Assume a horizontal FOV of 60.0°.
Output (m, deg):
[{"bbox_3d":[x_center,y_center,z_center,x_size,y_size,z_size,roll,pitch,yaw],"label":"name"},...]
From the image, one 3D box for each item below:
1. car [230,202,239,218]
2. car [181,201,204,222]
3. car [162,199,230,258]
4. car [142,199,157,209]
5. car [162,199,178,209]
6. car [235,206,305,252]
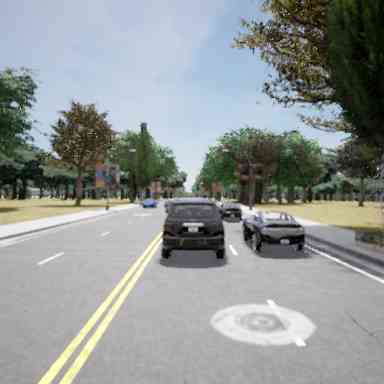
[{"bbox_3d":[3.316,1.661,29.432,1.837,1.490,4.892,0,0,0],"label":"car"},{"bbox_3d":[0.067,1.660,29.412,1.837,1.490,4.892,0,0,0],"label":"car"},{"bbox_3d":[0.063,1.284,13.220,2.150,2.045,5.566,0,0,0],"label":"car"},{"bbox_3d":[-6.587,1.791,51.715,1.882,1.535,5.008,0,0,0],"label":"car"},{"bbox_3d":[-3.338,1.805,51.758,2.128,1.511,4.902,0,0,0],"label":"car"},{"bbox_3d":[3.319,1.558,14.248,2.128,1.511,4.902,0,0,0],"label":"car"}]
